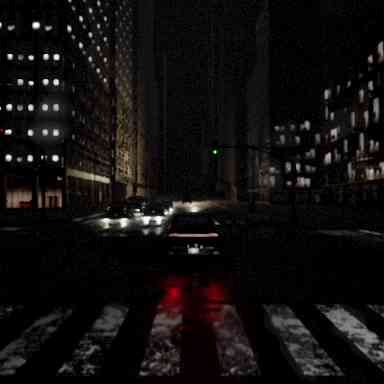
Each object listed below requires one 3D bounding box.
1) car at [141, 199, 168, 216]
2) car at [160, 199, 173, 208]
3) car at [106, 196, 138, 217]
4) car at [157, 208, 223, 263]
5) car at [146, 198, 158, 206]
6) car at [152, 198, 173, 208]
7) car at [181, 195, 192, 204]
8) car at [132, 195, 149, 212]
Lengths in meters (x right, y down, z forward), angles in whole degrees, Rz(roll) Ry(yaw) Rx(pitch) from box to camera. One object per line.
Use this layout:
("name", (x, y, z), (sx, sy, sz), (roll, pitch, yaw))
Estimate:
("car", (-3.861, 1.771, 34.898), (1.994, 1.385, 4.181), (0, 0, -1))
("car", (-4.103, 1.918, 54.754), (1.895, 1.301, 4.718), (0, 0, -1))
("car", (-7.086, 1.548, 33.094), (2.097, 1.767, 4.553), (0, 0, -1))
("car", (0.005, 1.521, 12.063), (2.128, 1.511, 4.902), (0, -1, -1))
("car", (-7.483, 1.882, 62.628), (1.812, 1.442, 4.674), (0, 0, -1))
("car", (-3.970, 1.825, 44.525), (1.994, 1.385, 4.181), (0, 0, 0))
("car", (-1.178, 1.641, 74.682), (2.150, 2.045, 5.566), (0, 0, -1))
("car", (-7.208, 1.471, 42.667), (2.150, 2.045, 5.566), (0, 0, 0))
